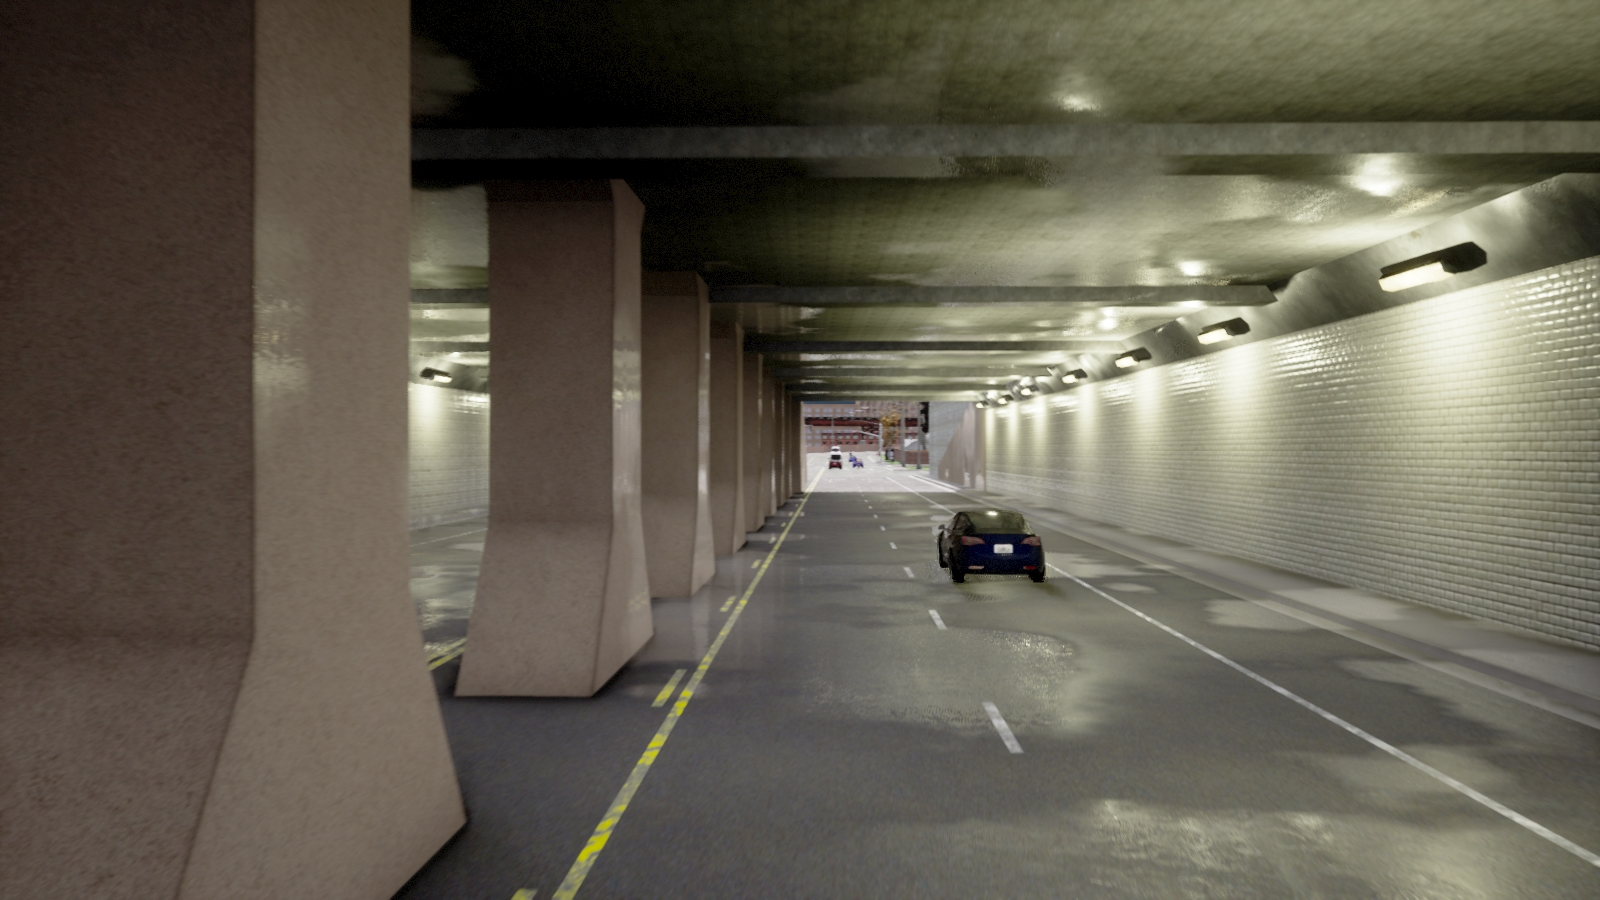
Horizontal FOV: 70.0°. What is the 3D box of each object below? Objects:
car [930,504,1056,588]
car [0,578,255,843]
[{"bbox_3d":[4.200,2.064,25.659,2.163,1.488,4.792,0,0,2],"label":"car"},{"bbox_3d":[-6.782,2.058,9.318,2.231,1.480,4.892,0,0,2],"label":"car"}]
